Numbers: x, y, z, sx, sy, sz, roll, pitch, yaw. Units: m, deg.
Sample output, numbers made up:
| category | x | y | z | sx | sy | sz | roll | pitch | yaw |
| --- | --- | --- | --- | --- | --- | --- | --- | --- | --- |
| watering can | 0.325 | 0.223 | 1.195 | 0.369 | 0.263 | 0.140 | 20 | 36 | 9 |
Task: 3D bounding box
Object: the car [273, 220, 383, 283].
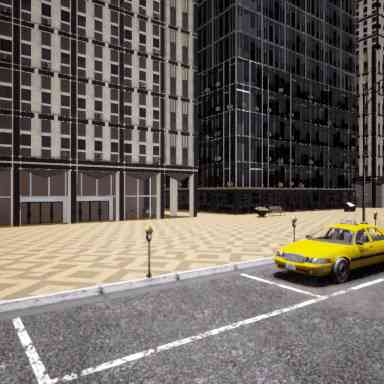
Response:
| category | x | y | z | sx | sy | sz | roll | pitch | yaw |
| --- | --- | --- | --- | --- | --- | --- | --- | --- | --- |
| car | 4.421 | 1.526 | 9.667 | 4.829 | 1.417 | 1.752 | 0 | 0 | -35 |
